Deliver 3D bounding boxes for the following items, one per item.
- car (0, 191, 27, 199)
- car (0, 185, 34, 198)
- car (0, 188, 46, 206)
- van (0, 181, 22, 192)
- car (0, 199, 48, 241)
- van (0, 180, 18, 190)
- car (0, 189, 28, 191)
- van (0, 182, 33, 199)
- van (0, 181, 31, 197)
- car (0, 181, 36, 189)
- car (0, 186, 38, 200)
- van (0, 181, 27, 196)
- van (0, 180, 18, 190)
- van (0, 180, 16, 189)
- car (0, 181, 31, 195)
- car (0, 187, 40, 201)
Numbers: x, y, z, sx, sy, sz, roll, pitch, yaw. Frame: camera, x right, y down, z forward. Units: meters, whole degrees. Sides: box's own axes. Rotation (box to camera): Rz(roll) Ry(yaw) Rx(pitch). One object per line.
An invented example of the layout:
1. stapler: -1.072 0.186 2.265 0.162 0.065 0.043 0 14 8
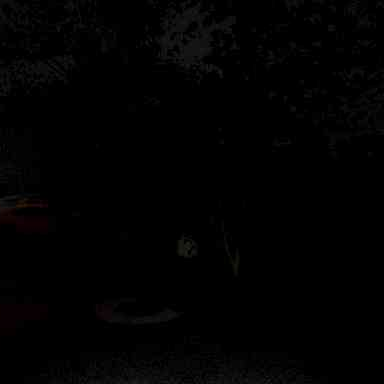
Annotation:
1. car: -8.345 1.032 17.695 4.553 1.767 2.185 1 2 -30
2. car: -23.720 -0.102 43.823 5.008 1.535 2.097 1 1 -30
3. car: -16.746 0.469 31.880 4.792 1.488 2.163 1 2 -30
4. van: -34.897 -1.101 63.081 4.442 1.987 1.878 1 1 -30
5. car: -6.979 1.277 15.293 5.008 1.535 2.097 1 2 -30
6. van: -40.505 -1.486 72.630 4.442 1.987 1.878 1 1 -30
7. car: -12.677 0.795 24.641 5.366 1.575 1.946 1 2 -30
8. van: -22.401 -0.230 41.360 4.442 1.987 1.878 1 2 -31
9. van: -25.019 -0.422 46.262 4.442 1.987 1.878 1 1 -30
10. car: -15.286 0.310 29.515 5.566 2.045 2.435 1 2 -30
11. car: -20.898 0.129 39.064 4.792 1.488 2.163 1 2 -30
12. van: -26.622 -0.522 48.531 4.442 1.987 1.878 1 1 -30
13. van: -41.844 -1.578 74.909 4.442 1.987 1.878 1 1 -30
14. van: -43.514 -1.682 77.293 4.442 1.987 1.878 1 1 -30
15. car: -27.947 -0.643 50.962 5.566 2.045 2.435 1 1 -30
16. car: -19.563 0.232 36.790 4.792 1.488 2.163 1 2 -30
